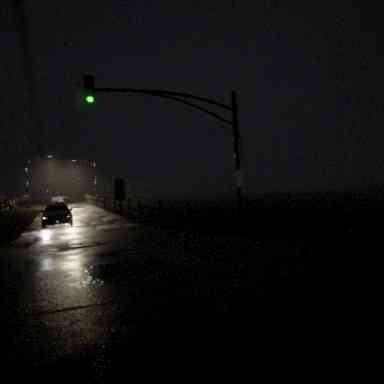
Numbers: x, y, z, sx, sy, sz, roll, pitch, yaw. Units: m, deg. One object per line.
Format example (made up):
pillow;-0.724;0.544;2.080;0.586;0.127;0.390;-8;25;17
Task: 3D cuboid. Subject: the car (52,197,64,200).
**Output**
car;-20.981;1.428;51.746;2.033;1.411;5.357;-4;1;-22

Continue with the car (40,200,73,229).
car;-9.082;1.525;22.423;1.812;1.442;4.674;-4;2;-22
